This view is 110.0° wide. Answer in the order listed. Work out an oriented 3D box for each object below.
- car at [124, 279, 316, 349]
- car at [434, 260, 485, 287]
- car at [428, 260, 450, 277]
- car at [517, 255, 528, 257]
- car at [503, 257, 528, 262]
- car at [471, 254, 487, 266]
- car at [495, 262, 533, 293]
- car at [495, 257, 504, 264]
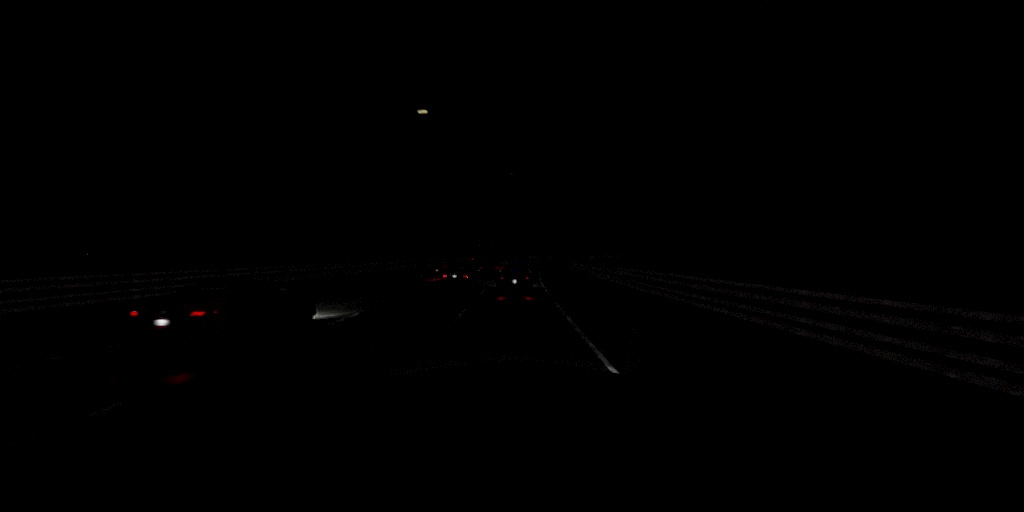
[{"bbox_3d":[-6.888,1.276,9.076,1.994,1.385,4.181,0,0,1],"label":"car"},{"bbox_3d":[-3.254,1.218,23.349,2.033,1.411,5.357,0,0,2],"label":"car"},{"bbox_3d":[-6.426,1.094,33.616,1.882,1.535,5.008,0,0,2],"label":"car"},{"bbox_3d":[1.763,0.959,64.832,1.837,1.490,4.892,0,0,2],"label":"car"},{"bbox_3d":[0.491,1.112,33.177,1.882,1.535,5.008,0,0,2],"label":"car"},{"bbox_3d":[-5.408,0.685,59.014,2.150,2.045,5.566,0,0,3],"label":"car"},{"bbox_3d":[0.175,1.257,20.379,1.994,1.385,4.181,0,0,1],"label":"car"},{"bbox_3d":[-1.811,0.964,60.974,1.837,1.490,4.892,0,0,3],"label":"car"}]
